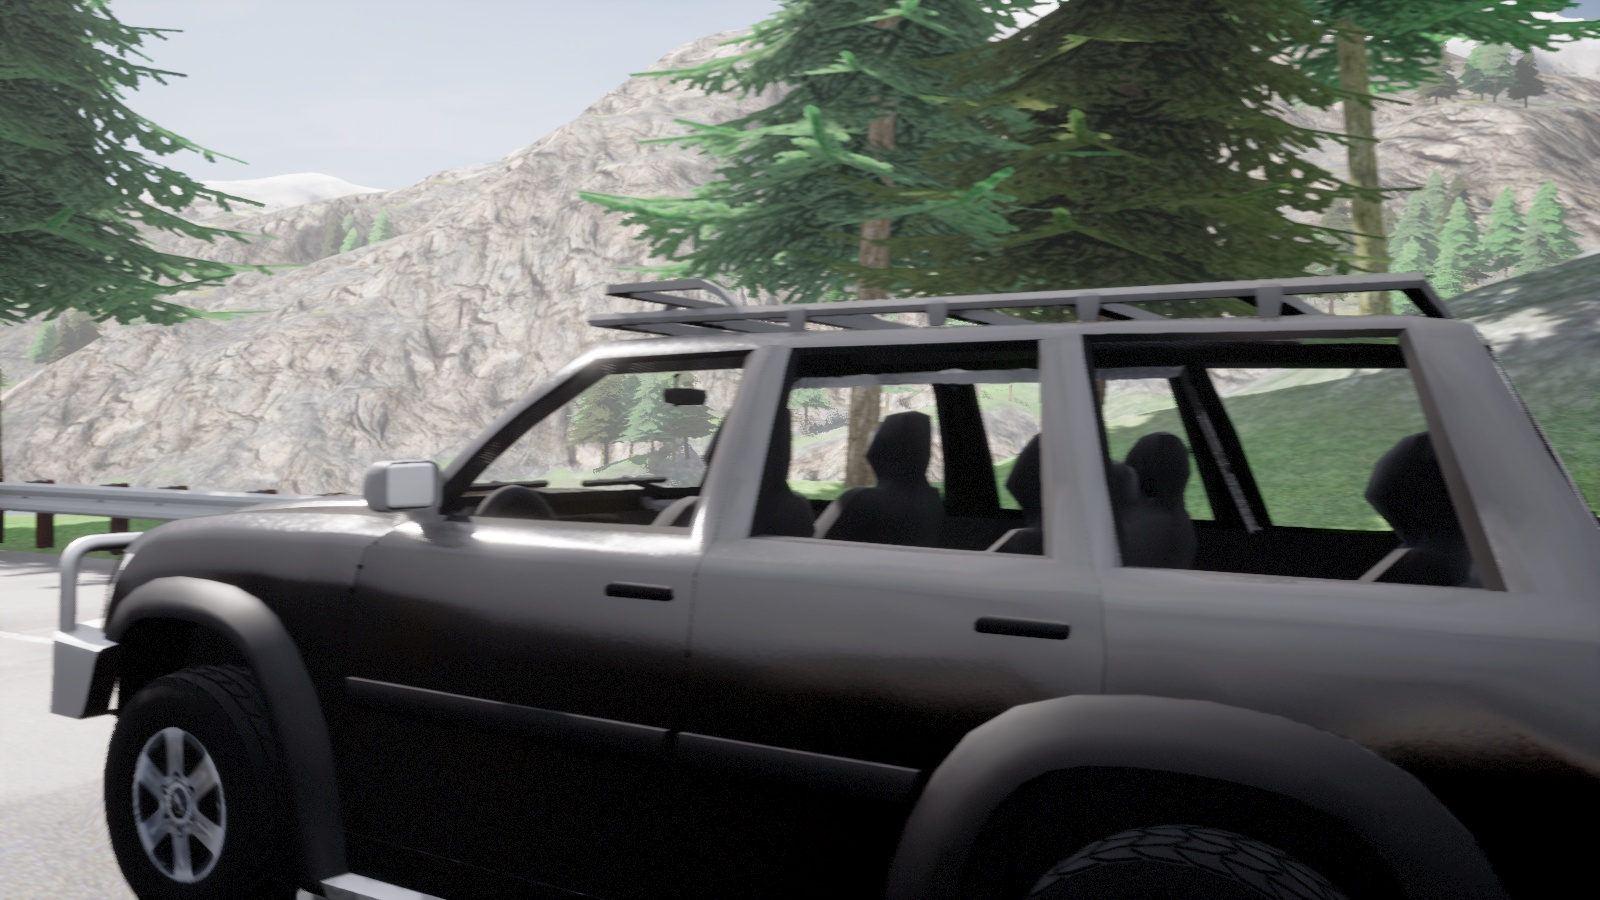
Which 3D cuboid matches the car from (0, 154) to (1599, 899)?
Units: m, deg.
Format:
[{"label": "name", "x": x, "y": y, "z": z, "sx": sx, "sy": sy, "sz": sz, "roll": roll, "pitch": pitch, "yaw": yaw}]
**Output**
[{"label": "car", "x": -0.180, "y": 0.497, "z": 3.704, "sx": 4.605, "sy": 1.855, "sz": 1.932, "roll": 0, "pitch": 1, "yaw": 31}]
